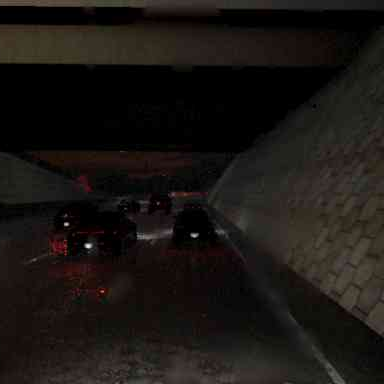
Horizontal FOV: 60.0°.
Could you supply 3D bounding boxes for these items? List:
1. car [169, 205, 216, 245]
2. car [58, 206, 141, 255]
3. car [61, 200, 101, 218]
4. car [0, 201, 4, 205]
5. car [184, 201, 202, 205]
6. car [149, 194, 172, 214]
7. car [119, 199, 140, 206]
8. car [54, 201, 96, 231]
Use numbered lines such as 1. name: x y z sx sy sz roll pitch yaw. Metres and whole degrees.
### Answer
1. car: 0.090 1.536 15.501 1.812 1.442 4.674 0 0 0
2. car: -3.397 1.513 13.360 1.837 1.490 4.892 0 0 0
3. car: -10.395 1.568 31.622 2.033 1.411 5.357 0 0 0
4. car: -21.089 1.373 33.697 2.097 1.767 4.553 0 0 0
5. car: 0.105 1.624 35.444 1.895 1.301 4.718 0 0 0
6. car: -3.395 1.245 36.148 2.150 2.045 5.566 0 0 0
7. car: -6.897 1.515 36.966 2.128 1.511 4.902 0 0 0
8. car: -6.896 1.518 20.670 1.837 1.490 4.892 0 0 0
